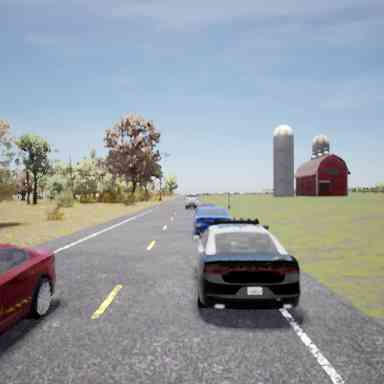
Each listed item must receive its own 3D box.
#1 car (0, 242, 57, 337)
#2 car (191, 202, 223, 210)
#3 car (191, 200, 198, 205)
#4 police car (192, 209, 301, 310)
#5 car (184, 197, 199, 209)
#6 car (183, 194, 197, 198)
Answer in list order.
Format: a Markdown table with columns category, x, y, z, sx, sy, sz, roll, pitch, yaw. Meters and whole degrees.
| category | x | y | z | sx | sy | sz | roll | pitch | yaw |
| --- | --- | --- | --- | --- | --- | --- | --- | --- | --- |
| car | -3.601 | 1.494 | 4.556 | 1.882 | 1.535 | 5.008 | 0 | 0 | 0 |
| car | 1.048 | 1.539 | 18.016 | 1.882 | 1.535 | 5.008 | 0 | 0 | 0 |
| car | 1.047 | 1.586 | 24.016 | 1.837 | 1.490 | 4.892 | 0 | 0 | 0 |
| police car | 1.049 | 1.454 | 8.126 | 1.930 | 1.638 | 5.238 | 0 | 0 | 0 |
| car | 0.015 | 1.751 | 47.418 | 1.895 | 1.301 | 4.718 | 0 | 0 | 1 |
| car | -0.005 | 1.404 | 59.360 | 2.150 | 2.045 | 5.566 | 0 | 0 | 0 |
